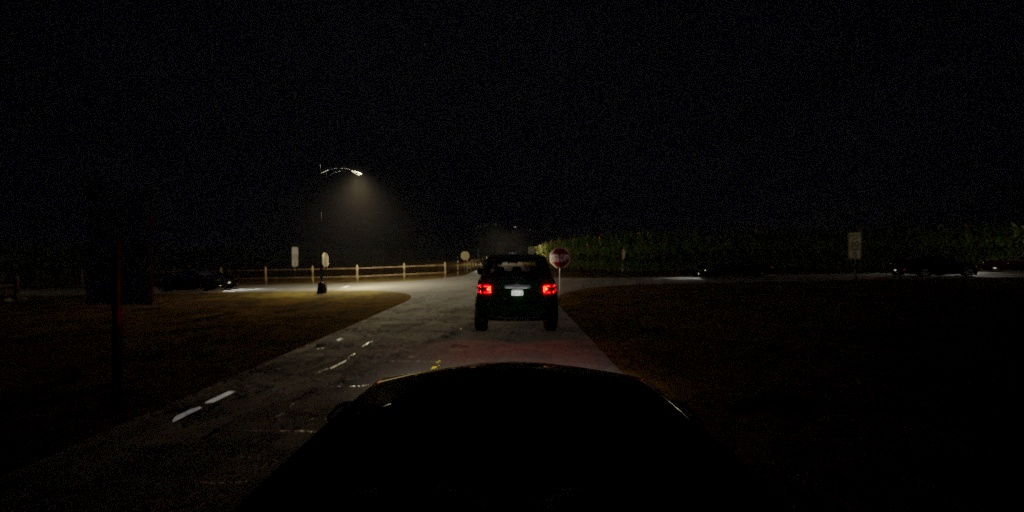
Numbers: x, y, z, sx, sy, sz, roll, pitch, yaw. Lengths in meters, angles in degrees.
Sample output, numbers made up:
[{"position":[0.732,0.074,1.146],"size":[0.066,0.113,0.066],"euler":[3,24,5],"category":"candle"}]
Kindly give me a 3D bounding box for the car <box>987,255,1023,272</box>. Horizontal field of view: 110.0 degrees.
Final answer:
[{"position":[38.965,0.550,27.296],"size":[4.718,1.301,1.895],"euler":[-1,0,0],"category":"car"}]

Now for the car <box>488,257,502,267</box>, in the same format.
[{"position":[-2.741,0.914,59.918],"size":[2.128,1.511,4.902],"euler":[0,0,0],"category":"car"}]

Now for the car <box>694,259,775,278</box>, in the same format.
[{"position":[16.833,0.908,27.236],"size":[5.357,1.411,2.033],"euler":[-1,0,0],"category":"car"}]

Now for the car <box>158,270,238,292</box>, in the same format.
[{"position":[-21.045,1.650,24.152],"size":[4.181,1.385,1.994],"euler":[-1,0,0],"category":"car"}]

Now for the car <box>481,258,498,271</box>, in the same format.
[{"position":[-2.780,1.062,45.220],"size":[1.837,1.490,4.892],"euler":[0,1,0],"category":"car"}]

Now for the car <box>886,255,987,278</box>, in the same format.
[{"position":[28.415,0.656,24.333],"size":[4.892,1.490,1.837],"euler":[-1,0,0],"category":"car"}]

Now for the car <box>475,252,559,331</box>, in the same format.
[{"position":[0.075,0.964,11.132],"size":[2.150,2.045,5.566],"euler":[0,0,-1],"category":"car"}]
